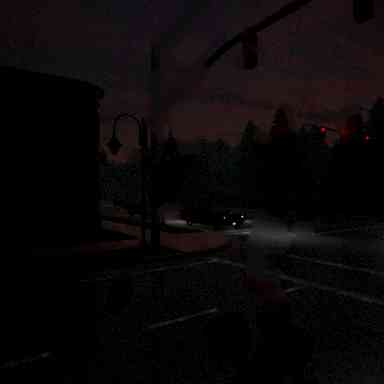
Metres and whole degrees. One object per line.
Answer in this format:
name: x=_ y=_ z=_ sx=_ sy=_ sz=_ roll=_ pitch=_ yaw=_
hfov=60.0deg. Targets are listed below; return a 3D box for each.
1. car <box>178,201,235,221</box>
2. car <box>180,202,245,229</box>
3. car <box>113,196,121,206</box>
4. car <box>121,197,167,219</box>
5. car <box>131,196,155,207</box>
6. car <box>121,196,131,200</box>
car: x=1.084 y=1.547 z=28.264 sx=2.033 sy=1.411 sz=5.357 roll=0 pitch=0 yaw=-35
car: x=1.287 y=1.601 z=21.875 sx=1.895 sy=1.301 sz=4.718 roll=0 pitch=0 yaw=-35
car: x=-10.561 y=1.352 z=51.316 sx=2.097 sy=1.767 sz=4.553 roll=0 pitch=0 yaw=-35
car: x=-4.053 y=1.490 z=29.512 sx=2.128 sy=1.511 sz=4.902 roll=0 pitch=0 yaw=-35
car: x=-7.997 y=1.505 z=53.761 sx=1.837 sy=1.490 sz=4.892 roll=0 pitch=0 yaw=-35
car: x=-6.133 y=1.478 z=38.656 sx=1.882 sy=1.535 sz=5.008 roll=0 pitch=0 yaw=-35
